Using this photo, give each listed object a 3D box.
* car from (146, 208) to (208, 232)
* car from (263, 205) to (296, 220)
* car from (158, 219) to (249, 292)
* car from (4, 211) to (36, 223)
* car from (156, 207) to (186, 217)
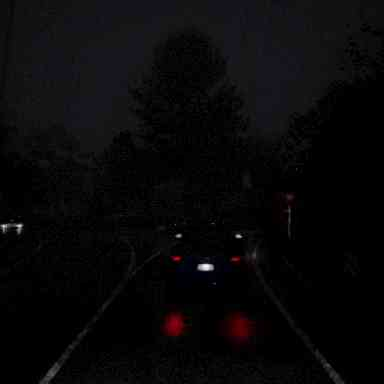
[{"bbox_3d":[-0.776,2.112,23.711,5.008,1.535,1.882,0,-2,-5],"label":"car"},{"bbox_3d":[12.142,2.829,46.898,2.150,2.045,5.566,2,-3,-23],"label":"car"},{"bbox_3d":[0.454,1.661,9.270,1.994,1.385,4.181,0,-1,4],"label":"car"},{"bbox_3d":[-19.503,2.826,37.807,1.895,1.301,4.718,0,-2,-6],"label":"car"},{"bbox_3d":[-3.580,3.397,56.441,4.902,1.511,2.128,1,-3,2],"label":"car"}]
